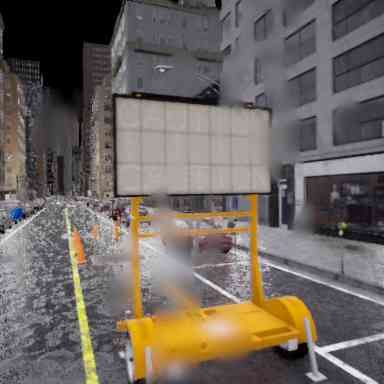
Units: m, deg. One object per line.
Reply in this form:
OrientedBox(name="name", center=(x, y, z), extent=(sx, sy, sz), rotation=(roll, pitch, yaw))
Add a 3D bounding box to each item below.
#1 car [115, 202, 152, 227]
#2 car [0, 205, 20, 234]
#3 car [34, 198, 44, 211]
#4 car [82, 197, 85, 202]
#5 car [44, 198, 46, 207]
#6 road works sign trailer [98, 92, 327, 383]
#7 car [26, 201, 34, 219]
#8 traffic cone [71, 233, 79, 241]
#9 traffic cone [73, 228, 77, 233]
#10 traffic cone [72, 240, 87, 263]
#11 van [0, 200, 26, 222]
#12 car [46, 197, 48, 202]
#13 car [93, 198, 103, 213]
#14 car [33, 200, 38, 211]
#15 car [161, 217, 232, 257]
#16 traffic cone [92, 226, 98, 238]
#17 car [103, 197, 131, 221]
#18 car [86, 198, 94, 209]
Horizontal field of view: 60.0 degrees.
OrientedBox(name="car", center=(-3.911, 1.617, 23.004), extent=(1.802, 1.307, 4.206), rotation=(-1, 0, -21))
OrientedBox(name="car", center=(-11.860, 1.704, 19.922), extent=(2.008, 1.369, 4.403), rotation=(-1, 0, -21))
OrientedBox(name="car", center=(-21.802, 1.852, 45.569), extent=(1.947, 1.339, 4.313), rotation=(-1, 0, -21))
OrientedBox(name="car", center=(-17.832, 1.788, 58.909), extent=(1.947, 1.339, 4.313), rotation=(-1, 0, -21))
OrientedBox(name="car", center=(-23.791, 1.895, 50.698), extent=(1.802, 1.307, 4.206), rotation=(-1, 0, -21))
OrientedBox(name="road works sign trailer", center=(0.034, 0.455, 4.883), extent=(2.380, 3.560, 2.880), rotation=(-1, 0, -21))
OrientedBox(name="car", center=(-15.837, 1.771, 30.181), extent=(1.947, 1.339, 4.313), rotation=(-1, 0, -21))
OrientedBox(name="traffic cone", center=(-4.386, 2.005, 12.815), extent=(0.340, 0.580, 0.340), rotation=(-1, 0, -21))
OrientedBox(name="traffic cone", center=(-5.109, 2.014, 14.680), extent=(0.340, 0.580, 0.340), rotation=(-1, 0, -21))
OrientedBox(name="traffic cone", center=(-3.663, 1.995, 10.950), extent=(0.340, 0.580, 0.340), rotation=(-1, 0, -21))
OrientedBox(name="van", center=(-13.852, 1.520, 25.051), extent=(1.690, 1.788, 3.998), rotation=(-1, 0, -21))
OrientedBox(name="car", center=(-25.782, 1.781, 55.828), extent=(1.967, 1.590, 4.097), rotation=(-1, 0, -21))
OrientedBox(name="car", center=(-9.879, 1.553, 38.392), extent=(1.967, 1.590, 4.097), rotation=(-1, 0, -21))
OrientedBox(name="car", center=(-17.825, 1.814, 35.311), extent=(1.802, 1.307, 4.206), rotation=(-1, 0, -21))
OrientedBox(name="car", center=(0.065, 1.566, 12.746), extent=(1.802, 1.307, 4.206), rotation=(-1, 0, -21))
OrientedBox(name="traffic cone", center=(-4.900, 2.009, 16.906), extent=(0.340, 0.580, 0.340), rotation=(-1, 0, -21))
OrientedBox(name="car", center=(-5.905, 1.375, 28.133), extent=(2.192, 1.841, 5.009), rotation=(-1, 0, -21))
OrientedBox(name="car", center=(-13.855, 1.718, 48.651), extent=(2.008, 1.369, 4.403), rotation=(-1, 0, -21))
